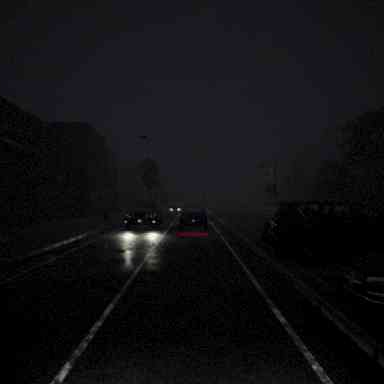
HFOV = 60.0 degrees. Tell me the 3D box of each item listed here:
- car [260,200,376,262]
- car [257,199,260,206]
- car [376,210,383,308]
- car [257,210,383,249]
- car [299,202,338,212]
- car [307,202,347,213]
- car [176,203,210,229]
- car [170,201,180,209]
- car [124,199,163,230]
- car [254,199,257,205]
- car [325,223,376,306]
[{"bbox_3d":[5.625,1.339,12.242,5.566,2.045,2.435,0,-1,0],"label":"car"},{"bbox_3d":[18.755,2.630,80.307,4.553,1.767,2.185,0,-1,0],"label":"car"},{"bbox_3d":[5.623,1.249,3.832,5.566,2.045,2.435,0,-1,0],"label":"car"},{"bbox_3d":[5.592,1.629,15.039,4.892,1.521,2.231,0,-1,0],"label":"car"},{"bbox_3d":[18.708,2.215,49.424,5.008,1.535,2.097,0,-1,0],"label":"car"},{"bbox_3d":[18.697,2.200,46.275,4.674,1.452,2.002,0,-1,0],"label":"car"},{"bbox_3d":[0.097,1.787,24.021,1.882,1.535,5.008,0,-2,0],"label":"car"},{"bbox_3d":[-3.263,2.580,65.901,1.812,1.442,4.674,0,-1,0],"label":"car"},{"bbox_3d":[-3.350,1.530,23.996,2.150,2.045,5.566,0,-1,0],"label":"car"},{"bbox_3d":[18.684,2.853,83.473,4.674,1.452,2.002,0,-1,0],"label":"car"},{"bbox_3d":[5.600,1.527,6.635,4.892,1.521,2.231,0,-1,0],"label":"car"}]
